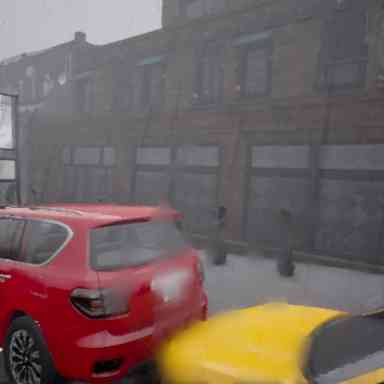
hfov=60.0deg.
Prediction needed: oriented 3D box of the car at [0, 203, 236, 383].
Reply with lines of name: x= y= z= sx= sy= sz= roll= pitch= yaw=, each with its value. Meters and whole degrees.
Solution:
car: x=-2.399 y=1.199 z=5.246 sx=5.566 sy=2.045 sz=2.435 roll=0 pitch=0 yaw=36
